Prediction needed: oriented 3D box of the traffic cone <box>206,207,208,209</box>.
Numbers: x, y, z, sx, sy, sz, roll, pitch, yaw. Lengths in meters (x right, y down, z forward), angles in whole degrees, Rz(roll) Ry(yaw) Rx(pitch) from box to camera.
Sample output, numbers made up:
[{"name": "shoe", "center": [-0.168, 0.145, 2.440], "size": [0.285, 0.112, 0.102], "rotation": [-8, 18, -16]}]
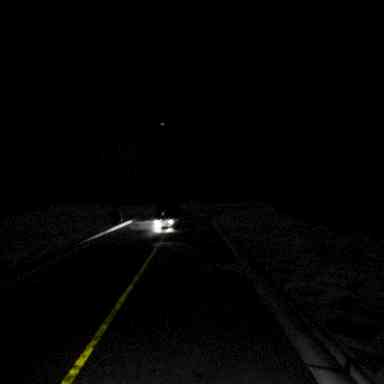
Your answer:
[{"name": "traffic cone", "center": [2.354, 2.386, 52.286], "size": [0.340, 0.580, 0.340], "rotation": [0, 0, 27]}]

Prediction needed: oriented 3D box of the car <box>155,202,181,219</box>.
[{"name": "car", "center": [-2.293, 1.758, 32.626], "size": [2.128, 1.511, 4.902], "rotation": [0, -1, 8]}]
